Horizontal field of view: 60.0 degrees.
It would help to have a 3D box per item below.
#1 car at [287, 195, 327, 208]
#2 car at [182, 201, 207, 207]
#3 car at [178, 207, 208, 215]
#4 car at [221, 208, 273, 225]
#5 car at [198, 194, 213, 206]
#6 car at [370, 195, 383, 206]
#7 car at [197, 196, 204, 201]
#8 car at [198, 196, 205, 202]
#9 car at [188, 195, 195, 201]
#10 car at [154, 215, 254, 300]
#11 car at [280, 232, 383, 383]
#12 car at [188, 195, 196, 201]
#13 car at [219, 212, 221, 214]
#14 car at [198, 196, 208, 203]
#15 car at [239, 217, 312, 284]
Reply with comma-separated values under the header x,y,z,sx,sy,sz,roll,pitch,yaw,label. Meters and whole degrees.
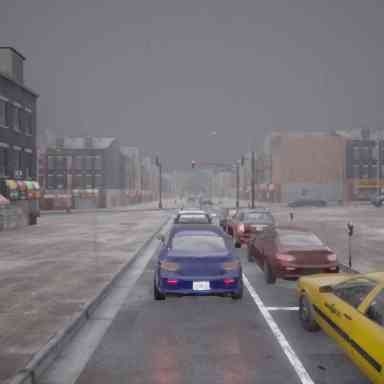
x,y,z,sx,sy,sz,roll,pitch,yaw,label
14.057,1.143,40.755,4.674,1.442,1.812,-1,0,1,car
-0.028,1.622,25.809,1.895,1.301,4.718,0,0,0,car
0.053,1.607,15.718,1.895,1.301,4.718,0,0,0,car
2.603,1.446,14.756,1.967,1.590,4.097,0,0,0,car
2.508,1.567,57.565,1.967,1.590,4.097,-1,0,0,car
24.477,0.853,40.799,4.892,1.490,1.837,-1,0,0,car
2.426,1.856,95.551,1.752,1.417,4.829,-1,0,0,car
2.438,1.822,90.148,1.752,1.417,4.829,-1,0,0,car
-0.198,1.671,93.036,1.812,1.442,4.674,0,0,0,car
0.085,1.527,8.301,1.812,1.442,4.674,0,0,-2,car
2.627,1.525,3.992,1.752,1.417,4.829,0,0,0,car
-0.175,1.744,82.615,1.837,1.490,4.892,0,0,0,car
2.592,1.594,20.222,1.802,1.307,4.206,0,0,0,car
2.473,1.645,73.772,1.967,1.590,4.097,-1,0,0,car
2.616,1.584,9.289,1.802,1.307,4.206,0,0,0,car
